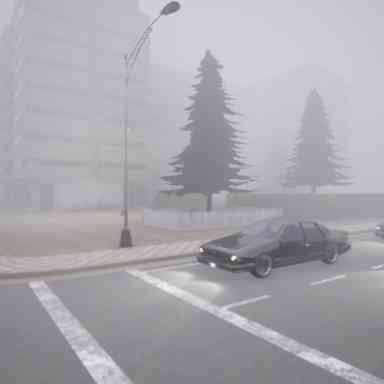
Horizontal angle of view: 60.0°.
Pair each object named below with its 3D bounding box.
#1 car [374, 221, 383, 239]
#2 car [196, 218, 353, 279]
[{"bbox_3d":[10.991,1.558,16.105,5.357,1.411,2.033,0,0,-35],"label":"car"},{"bbox_3d":[2.759,1.553,10.303,5.357,1.411,2.033,0,0,-34],"label":"car"}]
